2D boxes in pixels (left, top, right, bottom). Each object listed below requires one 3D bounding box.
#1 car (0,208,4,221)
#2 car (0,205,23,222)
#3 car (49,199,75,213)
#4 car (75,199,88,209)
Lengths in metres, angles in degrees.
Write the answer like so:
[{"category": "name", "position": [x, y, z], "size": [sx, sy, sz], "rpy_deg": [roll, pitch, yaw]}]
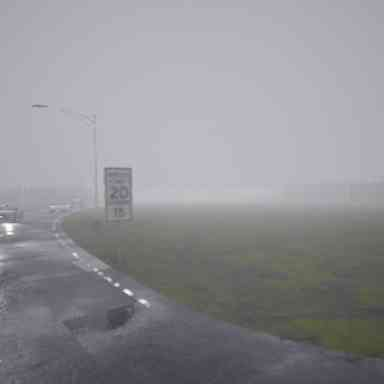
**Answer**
[{"category": "car", "position": [-12.084, 1.820, 18.669], "size": [1.895, 1.301, 4.718], "rpy_deg": [-1, 0, -24]}, {"category": "car", "position": [-15.960, 1.857, 28.761], "size": [1.994, 1.385, 4.181], "rpy_deg": [-1, 0, -17]}, {"category": "car", "position": [-16.212, 1.898, 41.130], "size": [1.895, 1.301, 4.718], "rpy_deg": [-1, 0, -11]}, {"category": "car", "position": [-17.794, 1.854, 52.662], "size": [1.837, 1.490, 4.892], "rpy_deg": [-1, 0, -5]}]
